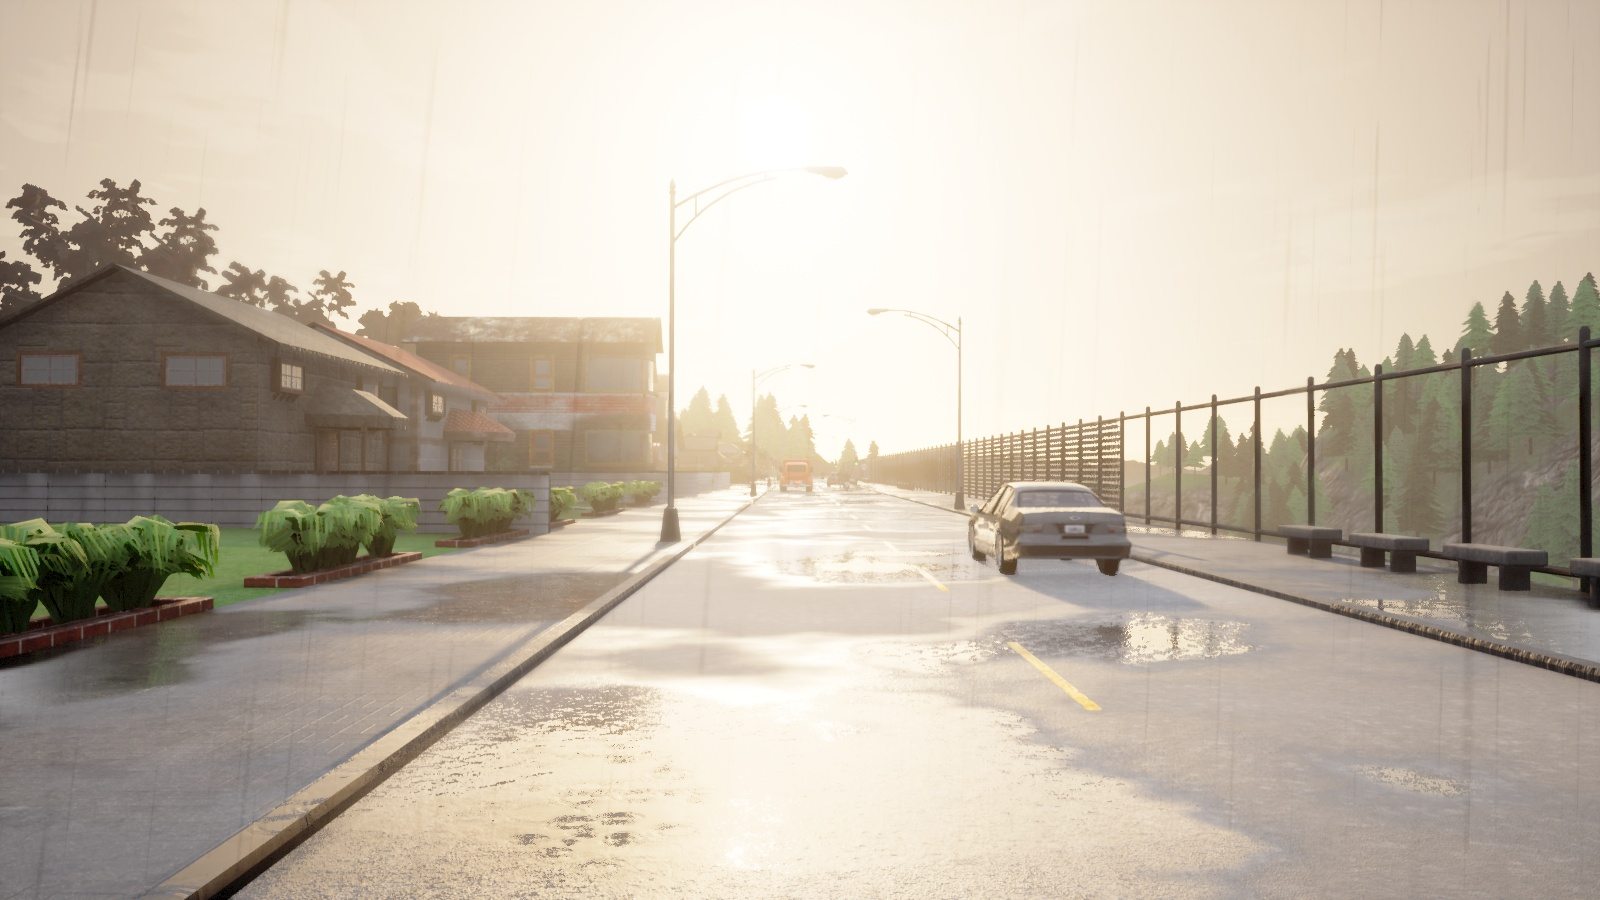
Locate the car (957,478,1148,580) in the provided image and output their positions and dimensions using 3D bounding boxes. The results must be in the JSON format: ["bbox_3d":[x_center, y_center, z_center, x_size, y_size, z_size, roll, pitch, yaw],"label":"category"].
[{"bbox_3d":[3.946,1.192,20.624,2.033,1.411,5.357,0,-1,0],"label":"car"}]

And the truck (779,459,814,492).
[{"bbox_3d":[-0.262,1.918,94.886,2.627,2.467,5.204,0,-1,0],"label":"truck"}]
